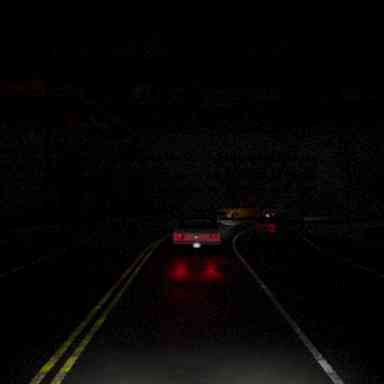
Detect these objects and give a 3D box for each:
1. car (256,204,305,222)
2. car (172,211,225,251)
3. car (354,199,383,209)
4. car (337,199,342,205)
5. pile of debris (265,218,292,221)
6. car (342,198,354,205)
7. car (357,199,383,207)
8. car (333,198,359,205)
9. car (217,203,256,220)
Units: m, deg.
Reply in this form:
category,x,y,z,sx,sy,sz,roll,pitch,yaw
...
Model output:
category,x,y,z,sx,sy,sz,roll,pitch,yaw
car,8.112,1.777,29.483,4.674,1.442,1.812,0,-1,-40
car,0.331,1.727,14.706,1.895,1.301,4.718,0,0,4
car,29.372,1.909,53.602,2.038,1.542,4.974,0,-1,-29
car,29.845,2.070,72.460,4.974,1.542,2.038,0,-1,-39
pile of debris,7.593,2.426,29.283,1.860,0.140,1.500,0,-1,-40
car,33.882,1.918,73.157,1.853,1.218,4.536,0,-1,-34
car,29.347,1.752,53.649,1.853,1.218,4.536,0,-1,-29
car,33.853,2.076,73.199,2.038,1.542,4.974,0,-1,-34
car,4.487,1.743,31.054,5.008,1.535,1.882,0,-1,-40
